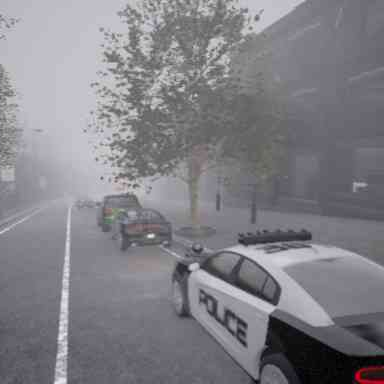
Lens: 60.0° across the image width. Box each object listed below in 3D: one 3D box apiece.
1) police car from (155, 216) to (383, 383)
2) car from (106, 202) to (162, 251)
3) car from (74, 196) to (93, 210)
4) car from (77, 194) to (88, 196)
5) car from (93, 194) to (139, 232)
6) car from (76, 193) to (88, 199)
[{"bbox_3d":[1.106,1.364,4.763,1.930,1.638,5.238,-1,0,-20],"label":"police car"},{"bbox_3d":[-2.313,1.407,14.095,1.882,1.535,5.008,-1,0,-20],"label":"car"},{"bbox_3d":[-13.204,1.519,41.031,1.895,1.301,4.718,-1,0,-20],"label":"car"},{"bbox_3d":[-17.145,1.262,51.545,2.097,1.767,4.553,-1,0,-19],"label":"car"},{"bbox_3d":[-4.399,1.147,19.776,2.150,2.045,5.566,-1,0,-20],"label":"car"},{"bbox_3d":[-28.074,1.058,85.009,1.895,1.301,4.718,1,2,-3],"label":"car"}]
